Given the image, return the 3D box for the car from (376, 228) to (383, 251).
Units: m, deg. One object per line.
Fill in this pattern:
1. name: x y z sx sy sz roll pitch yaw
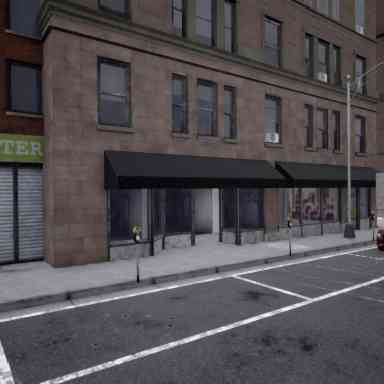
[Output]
1. car: 8.866 1.540 12.865 4.507 1.381 1.887 0 -1 -35
